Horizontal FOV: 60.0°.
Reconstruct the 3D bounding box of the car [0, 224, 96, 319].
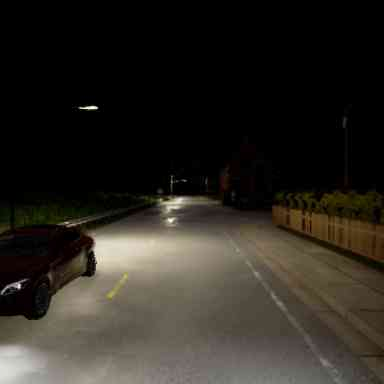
[{"bbox_3d":[-3.548,1.511,7.476,1.812,1.442,4.674,0,0,0],"label":"car"}]
